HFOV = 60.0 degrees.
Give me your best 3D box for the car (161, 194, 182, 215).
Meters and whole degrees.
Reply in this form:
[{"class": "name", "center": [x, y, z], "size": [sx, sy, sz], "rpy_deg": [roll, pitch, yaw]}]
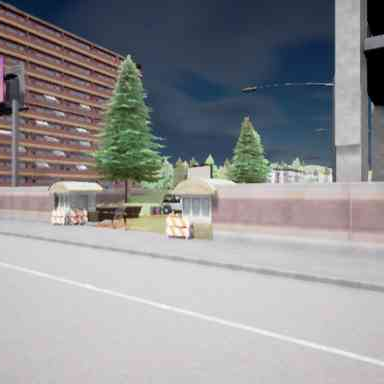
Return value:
[{"class": "car", "center": [-0.888, 1.117, 29.176], "size": [3.866, 1.878, 1.905], "rpy_deg": [0, 0, 35]}]
